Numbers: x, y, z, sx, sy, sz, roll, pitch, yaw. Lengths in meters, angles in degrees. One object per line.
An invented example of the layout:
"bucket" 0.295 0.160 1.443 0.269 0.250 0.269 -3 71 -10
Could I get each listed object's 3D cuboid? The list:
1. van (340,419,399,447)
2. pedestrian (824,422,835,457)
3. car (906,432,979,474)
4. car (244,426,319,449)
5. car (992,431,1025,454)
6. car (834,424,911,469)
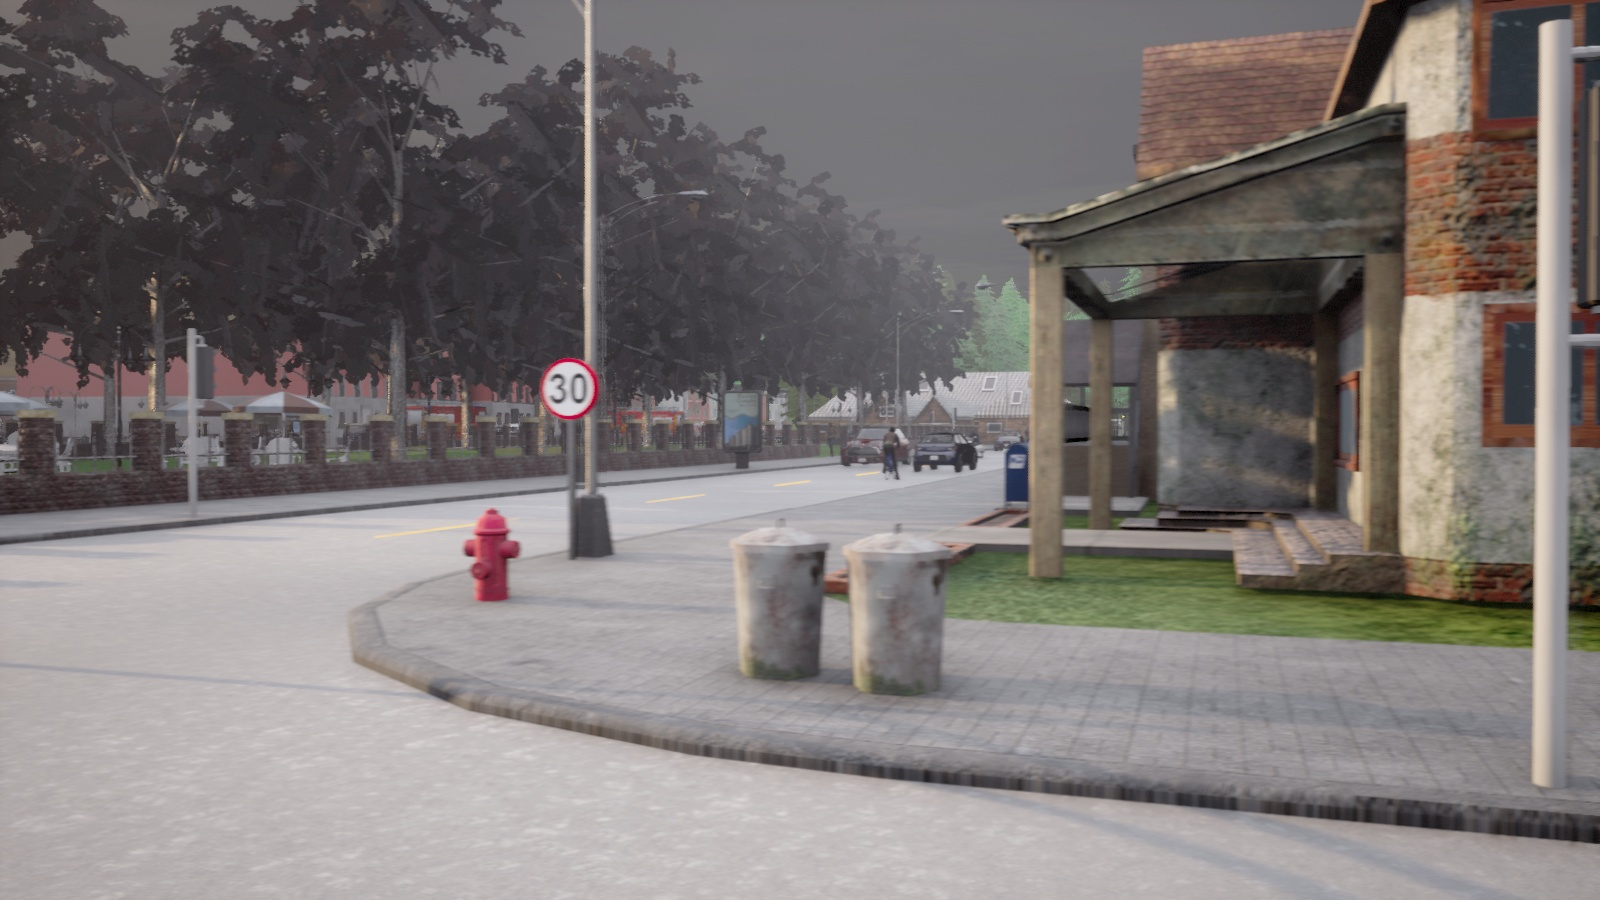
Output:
"van" -31.522 -1.222 92.007 1.775 1.987 4.442 1 1 18
"pedestrian" 1.543 -0.559 64.849 0.328 1.805 0.869 1 1 18
"car" 5.337 0.083 46.648 1.816 1.474 4.193 1 1 19
"car" -34.394 -0.844 83.378 1.837 1.490 4.892 1 1 18
"car" 14.468 -0.538 86.995 1.816 1.474 4.193 1 1 16
"car" 3.083 -0.190 52.548 2.097 1.767 4.553 1 1 18
